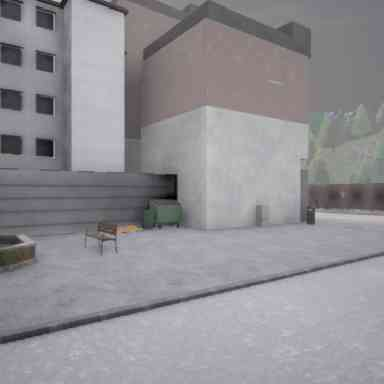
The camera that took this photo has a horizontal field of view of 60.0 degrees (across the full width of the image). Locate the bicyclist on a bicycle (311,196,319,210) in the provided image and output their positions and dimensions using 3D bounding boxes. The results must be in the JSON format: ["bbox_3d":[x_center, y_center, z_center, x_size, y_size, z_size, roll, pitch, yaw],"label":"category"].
[{"bbox_3d":[14.708,1.336,39.802,1.656,1.620,0.582,0,0,-36],"label":"bicyclist on a bicycle"}]
